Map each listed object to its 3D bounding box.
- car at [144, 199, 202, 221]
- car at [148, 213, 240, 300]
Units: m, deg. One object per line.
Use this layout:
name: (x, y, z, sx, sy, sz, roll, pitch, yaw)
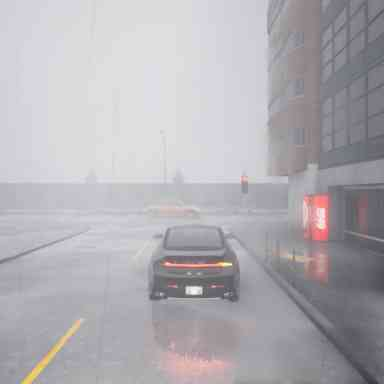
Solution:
car: (-1.458, 1.352, 26.734, 4.553, 1.767, 2.097, 0, 0, 0)
car: (0.057, 1.505, 8.339, 1.837, 1.490, 4.892, 0, 0, 1)
